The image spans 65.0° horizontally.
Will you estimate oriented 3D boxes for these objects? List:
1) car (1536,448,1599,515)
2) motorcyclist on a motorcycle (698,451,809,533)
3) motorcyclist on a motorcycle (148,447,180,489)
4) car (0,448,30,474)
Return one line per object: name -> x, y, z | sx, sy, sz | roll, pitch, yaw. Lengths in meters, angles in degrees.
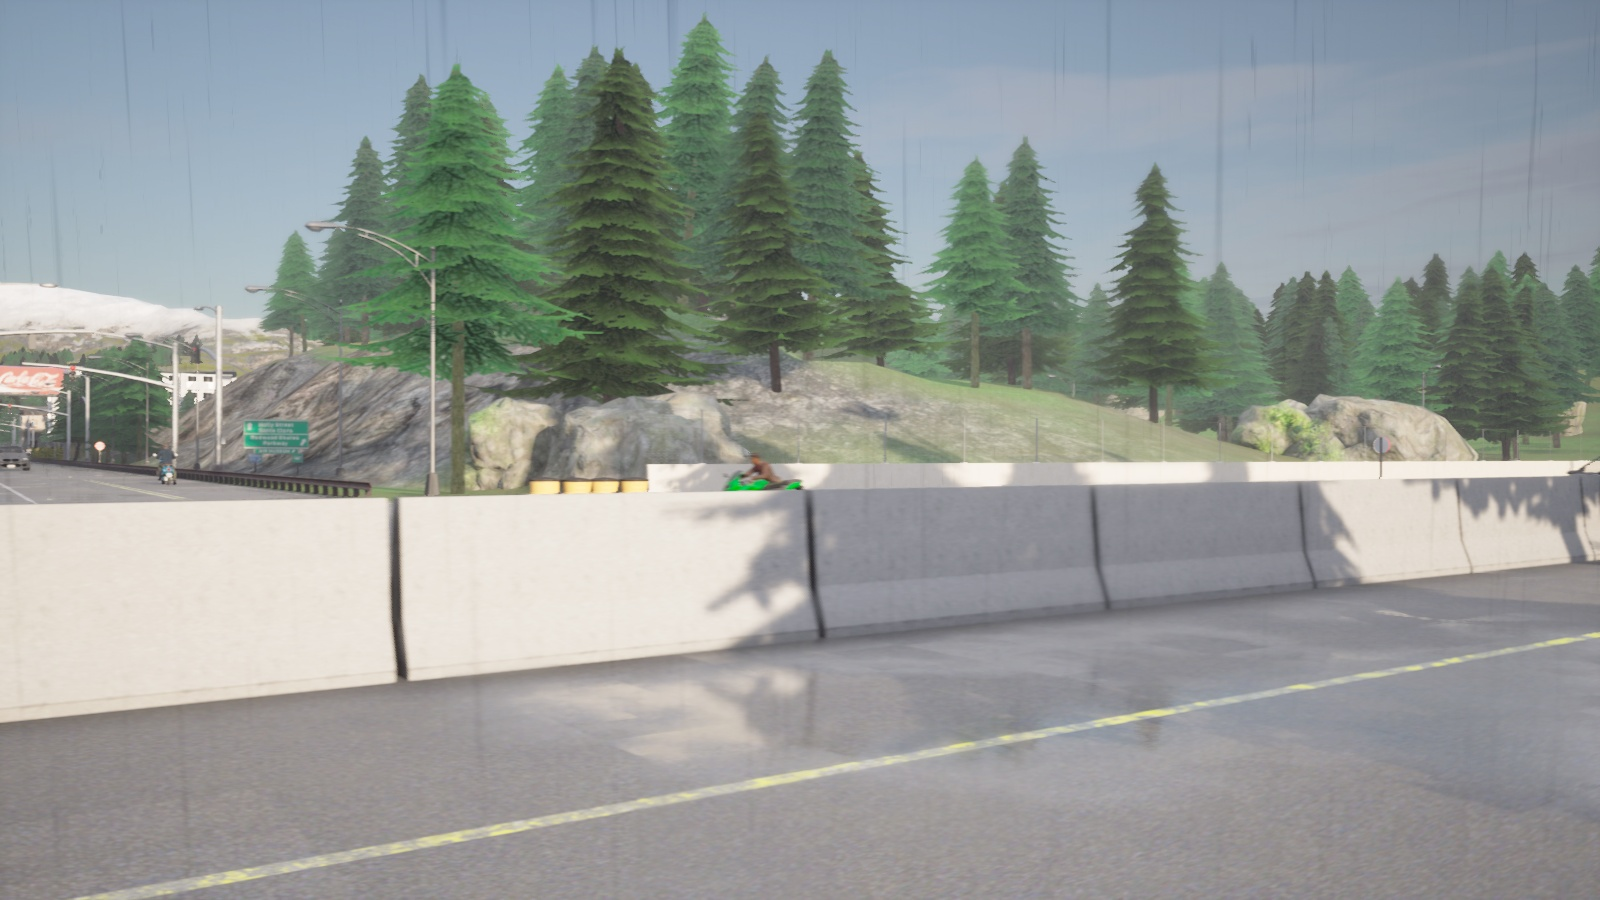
car -> 19.932, 0.724, 30.324 | 4.514, 1.525, 2.007 | 0, 0, -35
motorcyclist on a motorcycle -> -0.894, 0.789, 24.358 | 2.044, 1.523, 0.797 | 0, 0, -35
motorcyclist on a motorcycle -> -24.736, 0.674, 48.826 | 0.866, 1.590, 1.817 | 0, 0, -34
car -> -52.600, 0.709, 83.479 | 2.242, 1.667, 4.611 | 0, 0, -34
